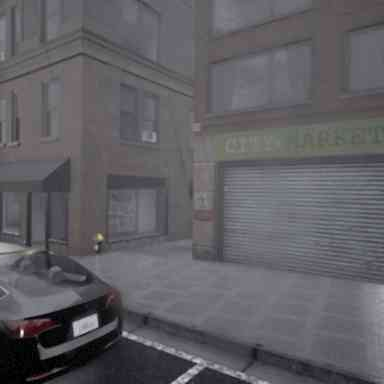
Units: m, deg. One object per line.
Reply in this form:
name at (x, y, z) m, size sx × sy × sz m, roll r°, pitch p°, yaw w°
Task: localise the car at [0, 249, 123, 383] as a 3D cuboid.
car at (-2.909, 1.559, 5.027) m, size 4.313 × 1.339 × 1.947 m, roll 0°, pitch 1°, yaw 36°
